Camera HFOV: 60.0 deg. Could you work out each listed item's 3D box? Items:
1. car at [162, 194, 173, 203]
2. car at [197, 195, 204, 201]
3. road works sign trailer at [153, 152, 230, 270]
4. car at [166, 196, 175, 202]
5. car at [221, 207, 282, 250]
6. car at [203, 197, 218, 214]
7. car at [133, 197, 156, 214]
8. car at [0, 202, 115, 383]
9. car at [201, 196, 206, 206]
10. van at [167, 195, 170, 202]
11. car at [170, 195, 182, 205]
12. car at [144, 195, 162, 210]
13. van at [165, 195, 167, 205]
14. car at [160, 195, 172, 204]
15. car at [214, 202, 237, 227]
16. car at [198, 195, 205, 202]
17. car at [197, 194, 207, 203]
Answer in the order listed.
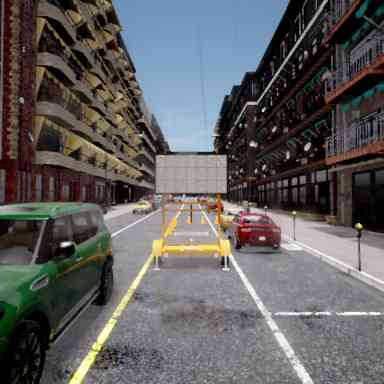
[{"bbox_3d":[-5.445,1.518,75.224,2.192,1.841,5.009,1,0,0],"label":"car"},{"bbox_3d":[2.363,1.726,91.774,1.967,1.590,4.097,1,0,0],"label":"car"},{"bbox_3d":[-0.022,0.475,11.003,2.380,3.560,2.880,0,0,0],"label":"road works sign trailer"},{"bbox_3d":[-5.474,1.822,86.285,1.947,1.339,4.313,1,0,0],"label":"car"},{"bbox_3d":[2.557,1.561,14.342,1.887,1.381,4.507,1,0,0],"label":"car"},{"bbox_3d":[2.511,1.609,36.464,1.887,1.381,4.507,1,0,0],"label":"car"},{"bbox_3d":[-5.369,1.589,36.341,1.752,1.417,4.829,2,0,0],"label":"car"},{"bbox_3d":[-2.759,1.227,5.188,2.150,2.045,5.566,0,0,0],"label":"car"},{"bbox_3d":[2.499,1.629,41.996,2.008,1.369,4.403,1,0,0],"label":"car"},{"bbox_3d":[-5.411,1.474,58.633,1.690,1.788,3.998,1,0,0],"label":"van"},{"bbox_3d":[-2.880,1.643,63.331,2.128,1.511,4.902,0,0,0],"label":"car"},{"bbox_3d":[-5.375,1.394,42.043,2.192,1.841,5.009,2,0,0],"label":"car"},{"bbox_3d":[-5.399,1.454,53.101,1.690,1.788,3.998,2,0,0],"label":"van"},{"bbox_3d":[-5.433,1.494,69.694,2.192,1.841,5.009,1,0,0],"label":"car"},{"bbox_3d":[2.545,1.551,20.044,1.752,1.417,4.829,1,0,0],"label":"car"},{"bbox_3d":[2.465,1.678,58.587,1.887,1.381,4.507,1,0,0],"label":"car"},{"bbox_3d":[2.390,1.543,80.712,2.192,1.841,5.009,1,0,0],"label":"car"}]
